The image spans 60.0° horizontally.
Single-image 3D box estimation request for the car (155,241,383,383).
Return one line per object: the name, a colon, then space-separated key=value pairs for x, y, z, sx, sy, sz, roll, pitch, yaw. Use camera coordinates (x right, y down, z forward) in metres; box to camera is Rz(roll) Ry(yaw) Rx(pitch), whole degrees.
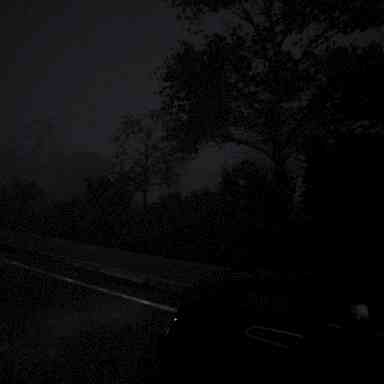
car: x=2.301 y=1.228 z=2.418 sx=5.566 sy=2.045 sz=2.150 roll=0 pitch=0 yaw=35
